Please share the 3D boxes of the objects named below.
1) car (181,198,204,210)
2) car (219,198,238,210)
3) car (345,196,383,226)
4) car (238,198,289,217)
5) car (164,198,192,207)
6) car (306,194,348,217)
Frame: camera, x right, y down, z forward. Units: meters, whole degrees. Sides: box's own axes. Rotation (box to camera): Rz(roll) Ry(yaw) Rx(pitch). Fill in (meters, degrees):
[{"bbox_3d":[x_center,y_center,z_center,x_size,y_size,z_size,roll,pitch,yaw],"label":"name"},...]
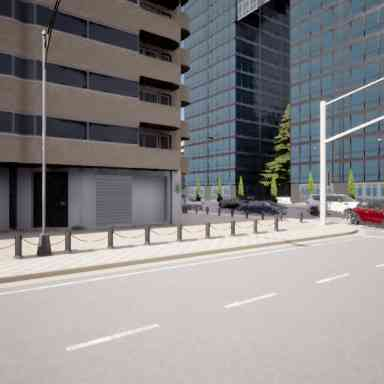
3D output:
[{"bbox_3d":[-0.426,1.471,41.317,1.812,1.442,4.674,0,1,-35],"label":"car"},{"bbox_3d":[5.232,1.436,39.349,2.128,1.511,4.902,0,0,-35],"label":"car"},{"bbox_3d":[12.032,1.319,20.567,2.097,1.767,4.553,0,0,-12],"label":"car"},{"bbox_3d":[6.823,1.470,31.113,1.812,1.442,4.674,0,0,-36],"label":"car"},{"bbox_3d":[-2.195,1.545,49.935,1.895,1.301,4.718,0,0,-35],"label":"car"},{"bbox_3d":[12.681,1.166,29.001,2.150,2.045,5.566,0,0,-36],"label":"car"}]
